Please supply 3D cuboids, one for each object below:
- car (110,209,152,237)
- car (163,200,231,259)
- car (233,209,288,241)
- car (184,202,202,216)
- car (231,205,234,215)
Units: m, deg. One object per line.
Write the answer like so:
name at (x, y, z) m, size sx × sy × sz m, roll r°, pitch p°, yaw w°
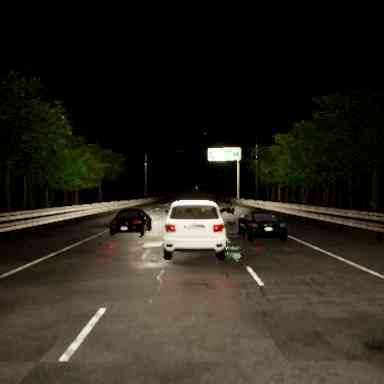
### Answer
car at (-3.415, 1.679, 19.024) m, size 1.812 × 1.442 × 4.674 m, roll 0°, pitch 0°, yaw 0°
car at (0.082, 1.341, 13.327) m, size 2.150 × 2.045 × 5.566 m, roll 0°, pitch 0°, yaw 0°
car at (3.584, 1.707, 17.531) m, size 1.994 × 1.385 × 4.181 m, roll 0°, pitch 0°, yaw 0°
car at (0.075, 1.853, 37.469) m, size 1.895 × 1.301 × 4.718 m, roll 0°, pitch 0°, yaw 0°
car at (3.574, 1.852, 37.363) m, size 1.895 × 1.301 × 4.718 m, roll 0°, pitch 0°, yaw 0°
